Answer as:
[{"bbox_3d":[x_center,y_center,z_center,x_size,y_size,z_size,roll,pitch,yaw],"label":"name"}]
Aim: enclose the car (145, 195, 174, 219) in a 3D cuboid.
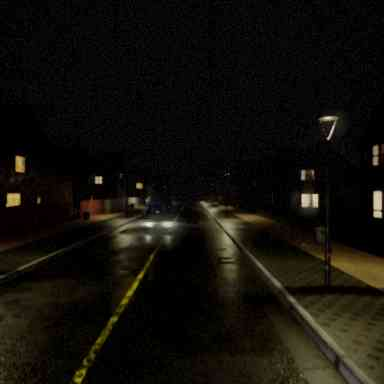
[{"bbox_3d":[-2.757,1.266,29.427,2.150,2.045,5.566,0,-1,0],"label":"car"}]
